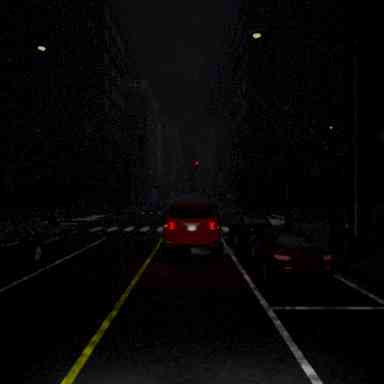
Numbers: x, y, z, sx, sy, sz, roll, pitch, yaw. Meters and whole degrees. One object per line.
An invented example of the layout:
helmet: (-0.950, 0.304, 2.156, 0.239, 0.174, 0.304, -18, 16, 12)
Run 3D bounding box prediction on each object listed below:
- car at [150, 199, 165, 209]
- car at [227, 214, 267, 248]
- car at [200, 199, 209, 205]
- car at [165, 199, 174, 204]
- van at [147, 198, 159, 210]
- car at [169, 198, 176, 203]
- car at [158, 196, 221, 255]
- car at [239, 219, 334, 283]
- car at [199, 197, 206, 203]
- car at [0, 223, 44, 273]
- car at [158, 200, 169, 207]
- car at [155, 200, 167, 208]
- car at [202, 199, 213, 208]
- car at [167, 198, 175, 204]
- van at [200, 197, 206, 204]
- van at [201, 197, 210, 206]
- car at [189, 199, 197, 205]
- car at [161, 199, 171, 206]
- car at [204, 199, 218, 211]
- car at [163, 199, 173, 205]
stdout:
car: (-5.700, 1.976, 55.612, 1.967, 1.590, 4.097, 0, -1, 0)
car: (2.665, 1.697, 15.260, 2.008, 1.369, 4.403, 0, -1, 0)
car: (2.923, 2.279, 78.423, 1.752, 1.417, 4.829, 0, -1, 0)
car: (-5.580, 2.371, 83.950, 1.947, 1.339, 4.313, 0, -1, 0)
van: (-5.724, 1.822, 49.945, 1.690, 1.788, 3.998, 0, -1, 0)
car: (-5.532, 2.434, 95.117, 1.752, 1.417, 4.829, 0, -1, 0)
car: (-0.001, 1.351, 14.027, 2.150, 2.045, 5.566, 0, 0, 0)
car: (2.666, 1.675, 9.667, 1.802, 1.307, 4.206, 0, -1, 0)
car: (2.994, 2.350, 95.262, 1.967, 1.590, 4.097, 0, -1, 0)
car: (-5.860, 1.643, 9.660, 2.008, 1.369, 4.403, 0, -1, 0)
car: (-5.652, 2.227, 66.946, 1.802, 1.307, 4.206, 0, -1, 0)
car: (-5.676, 2.156, 61.279, 1.947, 1.339, 4.313, 0, -1, 0)
car: (2.850, 2.030, 61.247, 1.967, 1.590, 4.097, 0, -1, 0)
car: (-5.556, 2.402, 89.618, 1.887, 1.381, 4.507, 0, -1, 0)
van: (2.970, 2.199, 89.593, 1.690, 1.788, 3.998, 0, -1, 0)
van: (2.897, 2.040, 72.586, 1.690, 1.788, 3.998, 0, -1, 0)
car: (0.258, 2.301, 79.027, 1.994, 1.385, 4.181, 0, -1, 0)
car: (-5.628, 2.265, 72.615, 1.947, 1.339, 4.313, 0, -1, 0)
car: (2.801, 1.921, 49.910, 1.967, 1.590, 4.097, 0, -1, 0)
car: (-5.604, 2.276, 78.113, 1.752, 1.417, 4.829, 0, -1, 0)
